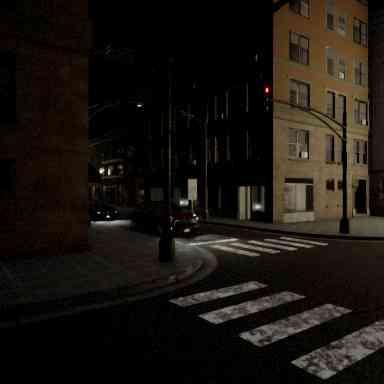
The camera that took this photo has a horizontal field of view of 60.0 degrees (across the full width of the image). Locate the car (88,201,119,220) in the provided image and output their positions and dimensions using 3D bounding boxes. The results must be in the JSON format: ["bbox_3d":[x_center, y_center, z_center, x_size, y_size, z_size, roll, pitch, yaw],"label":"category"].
[{"bbox_3d":[-7.696,1.408,26.607,2.033,1.411,5.357,0,0,-35],"label":"car"}]

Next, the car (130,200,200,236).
[{"bbox_3d":[-1.546,1.269,17.984,2.097,1.767,4.553,0,0,-36],"label":"car"}]
